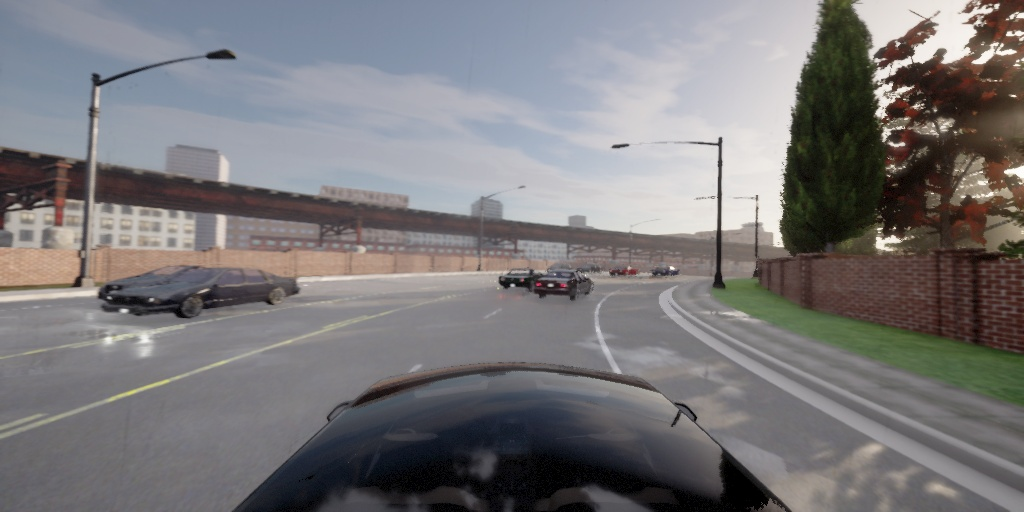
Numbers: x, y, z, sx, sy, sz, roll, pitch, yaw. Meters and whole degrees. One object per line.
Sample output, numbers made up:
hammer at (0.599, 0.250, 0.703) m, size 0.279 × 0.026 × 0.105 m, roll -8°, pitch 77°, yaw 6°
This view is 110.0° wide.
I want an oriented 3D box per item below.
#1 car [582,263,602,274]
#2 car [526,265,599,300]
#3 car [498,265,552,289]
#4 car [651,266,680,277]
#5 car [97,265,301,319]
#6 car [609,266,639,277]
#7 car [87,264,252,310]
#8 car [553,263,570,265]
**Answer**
car at (10.836, 1.750, 49.957) m, size 1.837 × 1.490 × 4.892 m, roll 0°, pitch -1°, yaw 42°
car at (2.811, 1.402, 18.558) m, size 2.033 × 1.411 × 5.357 m, roll 1°, pitch 0°, yaw 24°
car at (0.976, 1.439, 22.894) m, size 1.895 × 1.301 × 4.718 m, roll 1°, pitch 0°, yaw 25°
car at (18.841, 1.897, 43.726) m, size 1.895 × 1.301 × 4.718 m, roll 0°, pitch -1°, yaw 44°
car at (-9.703, 1.085, 12.015) m, size 2.033 × 1.411 × 5.357 m, roll 1°, pitch 0°, yaw 10°
car at (13.519, 1.807, 42.996) m, size 1.895 × 1.301 × 4.718 m, roll 0°, pitch -1°, yaw 42°
car at (-12.762, 1.038, 13.805) m, size 1.994 × 1.385 × 4.181 m, roll 1°, pitch 0°, yaw 12°
car at (6.740, 1.687, 50.584) m, size 1.837 × 1.490 × 4.892 m, roll 0°, pitch -1°, yaw 40°
